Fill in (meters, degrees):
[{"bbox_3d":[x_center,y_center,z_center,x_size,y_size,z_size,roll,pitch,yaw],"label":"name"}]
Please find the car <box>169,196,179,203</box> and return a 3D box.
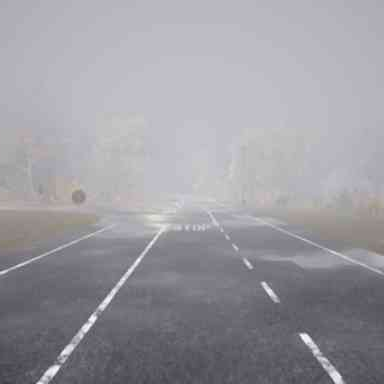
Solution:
[{"bbox_3d":[-3.642,1.524,67.261,1.994,1.385,4.181,0,0,0],"label":"car"}]
